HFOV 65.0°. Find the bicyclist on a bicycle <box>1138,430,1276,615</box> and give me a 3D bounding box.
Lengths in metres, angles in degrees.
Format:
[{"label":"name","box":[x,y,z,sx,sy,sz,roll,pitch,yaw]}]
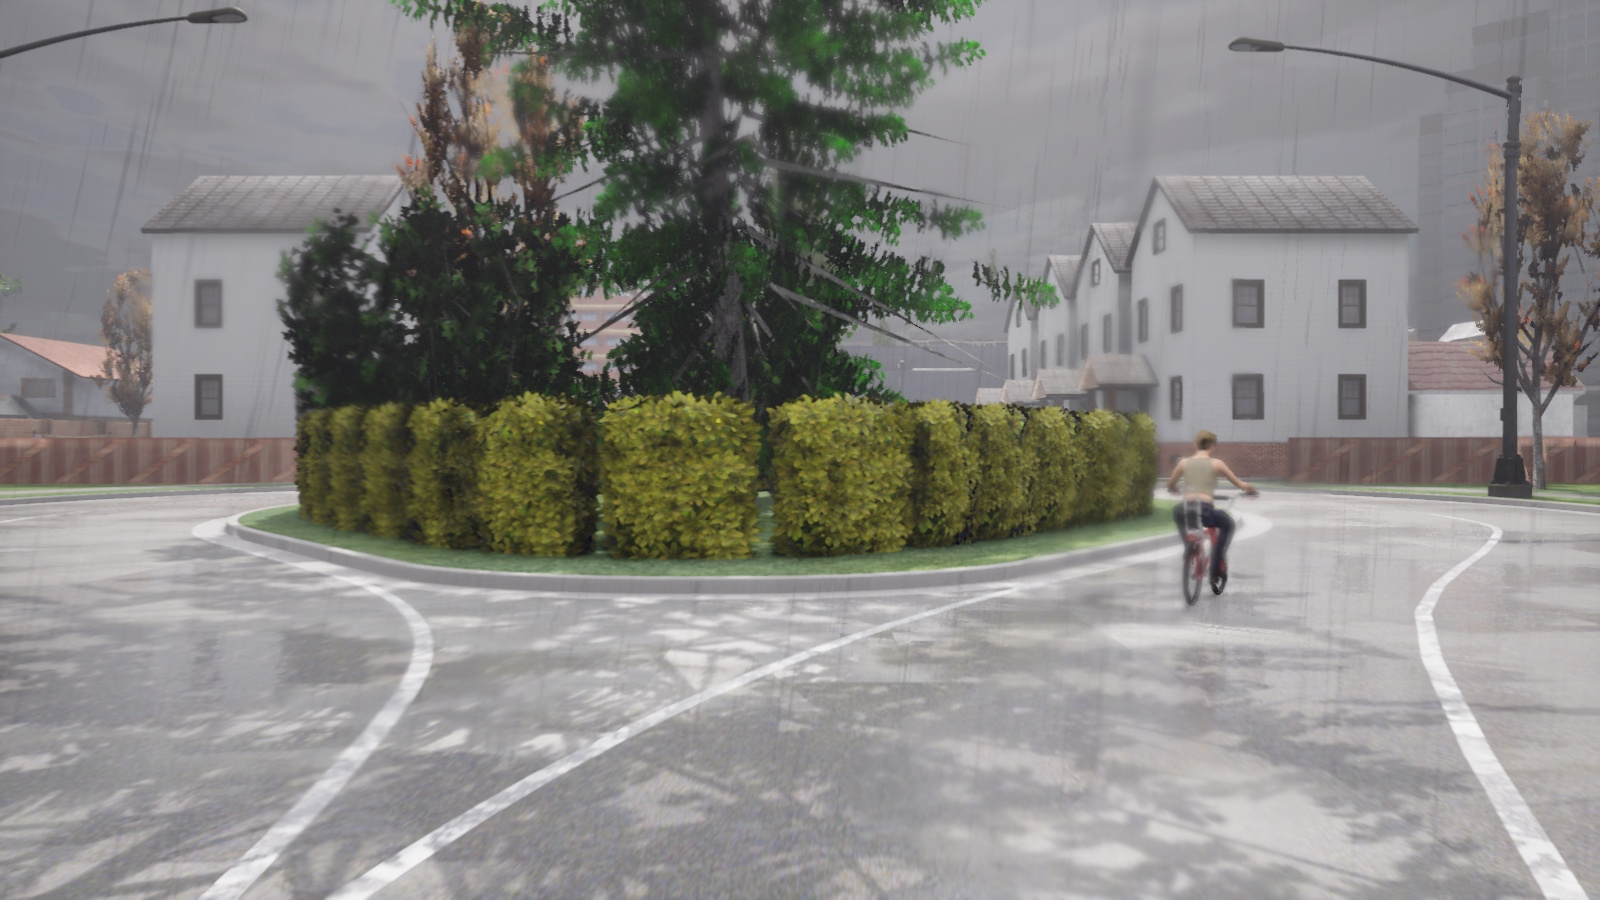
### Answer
[{"label":"bicyclist on a bicycle","box":[3.848,0.623,11.806,0.866,1.612,1.509,1,1,32]}]
